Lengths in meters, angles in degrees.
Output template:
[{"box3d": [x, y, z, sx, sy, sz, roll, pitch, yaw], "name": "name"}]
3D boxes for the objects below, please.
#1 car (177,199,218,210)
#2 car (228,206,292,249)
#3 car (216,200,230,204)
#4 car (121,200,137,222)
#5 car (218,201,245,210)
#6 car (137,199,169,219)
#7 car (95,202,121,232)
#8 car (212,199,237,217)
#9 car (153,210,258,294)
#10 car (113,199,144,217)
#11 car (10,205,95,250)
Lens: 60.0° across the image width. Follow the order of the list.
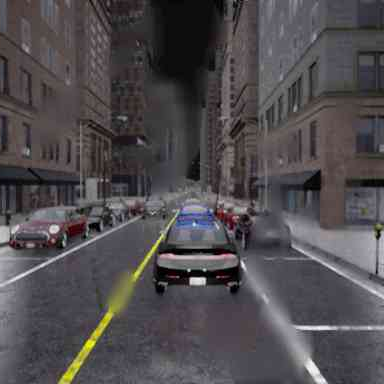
[{"box3d": [0.161, 1.375, 18.205, 1.882, 1.535, 5.008, 0, 0, 0], "name": "car"}, {"box3d": [2.797, 1.487, 13.767, 1.947, 1.339, 4.313, -1, 0, 0], "name": "car"}, {"box3d": [2.835, 1.406, 24.777, 1.887, 1.381, 4.507, -1, 0, 0], "name": "car"}, {"box3d": [-5.690, 1.412, 24.806, 2.008, 1.369, 4.403, -1, 0, 0], "name": "car"}, {"box3d": [2.816, 1.436, 19.271, 1.887, 1.381, 4.507, -1, 0, 0], "name": "car"}, {"box3d": [-2.917, 1.357, 27.044, 1.837, 1.490, 4.892, 0, 0, 0], "name": "car"}, {"box3d": [-5.709, 1.457, 19.301, 1.947, 1.339, 4.313, -1, 0, 0], "name": "car"}, {"box3d": [2.853, 1.376, 30.282, 1.887, 1.381, 4.507, -1, 0, 0], "name": "car"}, {"box3d": [0.127, 1.441, 8.633, 2.128, 1.511, 4.902, 0, 0, 0], "name": "car"}, {"box3d": [-5.671, 1.376, 30.311, 1.887, 1.381, 4.507, -1, 0, 0], "name": "car"}, {"box3d": [-5.729, 1.361, 13.795, 1.967, 1.590, 4.097, -1, 0, 0], "name": "car"}]
